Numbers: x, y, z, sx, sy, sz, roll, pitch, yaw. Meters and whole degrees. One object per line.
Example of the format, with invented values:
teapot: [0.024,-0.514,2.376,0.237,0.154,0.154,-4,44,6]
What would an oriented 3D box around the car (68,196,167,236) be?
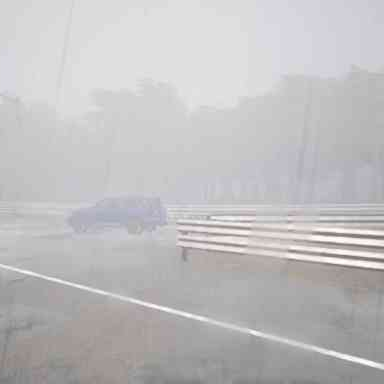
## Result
car: [-4.132,1.242,18.606,5.566,2.045,2.150,0,0,16]
